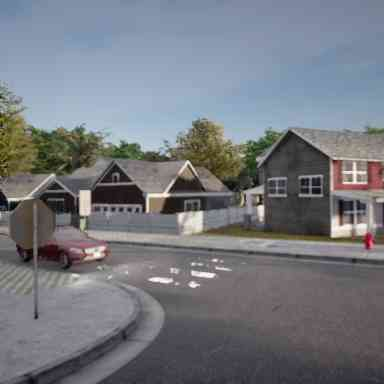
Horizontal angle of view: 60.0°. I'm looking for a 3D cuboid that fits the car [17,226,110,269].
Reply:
[{"bbox_3d":[-5.470,2.171,13.846,4.674,1.442,1.812,-2,-1,35],"label":"car"}]
